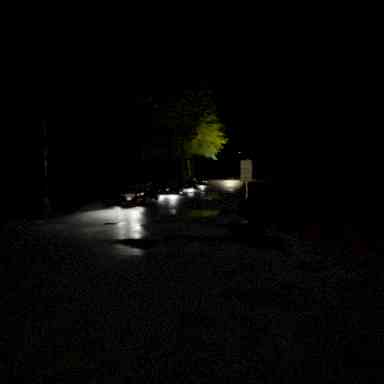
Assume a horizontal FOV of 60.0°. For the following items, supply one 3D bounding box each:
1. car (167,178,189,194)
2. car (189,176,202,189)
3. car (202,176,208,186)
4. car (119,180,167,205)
[{"bbox_3d":[-1.968,-0.523,33.051,1.994,1.385,4.181,0,3,10],"label":"car"},{"bbox_3d":[-0.309,-1.122,42.888,1.994,1.385,4.181,0,3,9],"label":"car"},{"bbox_3d":[1.365,-1.799,53.151,1.837,1.490,4.892,0,3,9],"label":"car"},{"bbox_3d":[-3.564,0.001,23.364,2.128,1.511,4.902,0,4,9],"label":"car"}]
